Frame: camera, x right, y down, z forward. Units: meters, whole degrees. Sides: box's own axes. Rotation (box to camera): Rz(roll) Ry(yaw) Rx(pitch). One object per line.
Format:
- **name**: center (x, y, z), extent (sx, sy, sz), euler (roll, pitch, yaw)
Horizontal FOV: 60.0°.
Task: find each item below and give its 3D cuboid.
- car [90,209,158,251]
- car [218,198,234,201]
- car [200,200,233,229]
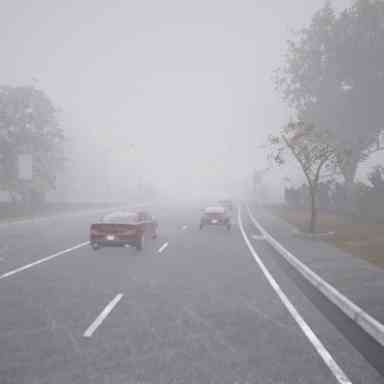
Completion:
- **car**: center (-2.682, 1.451, 14.130), extent (1.882, 1.535, 5.008), euler (0, 0, 4)
- **car**: center (3.871, 1.390, 39.093), extent (2.128, 1.511, 4.902), euler (0, 0, 8)
- **car**: center (1.533, 1.501, 21.329), extent (1.812, 1.442, 4.674), euler (0, 0, 6)
